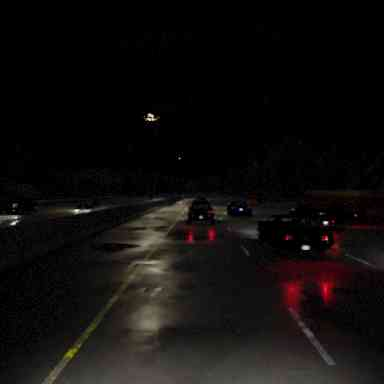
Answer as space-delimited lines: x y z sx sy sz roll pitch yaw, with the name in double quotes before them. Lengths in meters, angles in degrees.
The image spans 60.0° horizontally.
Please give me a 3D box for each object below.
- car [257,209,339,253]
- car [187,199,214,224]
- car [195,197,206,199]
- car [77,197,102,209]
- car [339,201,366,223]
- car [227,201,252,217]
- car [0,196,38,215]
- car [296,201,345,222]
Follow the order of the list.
"car" 3.895 1.574 13.437 1.895 1.301 4.718 0 0 1
"car" 0.639 1.466 24.093 1.812 1.442 4.674 0 0 1
"car" 1.063 1.402 41.246 1.837 1.490 4.892 0 0 1
"car" -13.015 1.397 42.389 1.812 1.442 4.674 0 0 1
"car" 11.175 1.436 25.057 1.882 1.535 5.008 0 0 1
"car" 4.311 1.494 30.793 1.994 1.385 4.181 0 0 1
"car" -16.839 1.236 32.178 2.097 1.767 4.553 0 0 2
"car" 7.579 1.466 21.116 1.837 1.490 4.892 0 0 1
